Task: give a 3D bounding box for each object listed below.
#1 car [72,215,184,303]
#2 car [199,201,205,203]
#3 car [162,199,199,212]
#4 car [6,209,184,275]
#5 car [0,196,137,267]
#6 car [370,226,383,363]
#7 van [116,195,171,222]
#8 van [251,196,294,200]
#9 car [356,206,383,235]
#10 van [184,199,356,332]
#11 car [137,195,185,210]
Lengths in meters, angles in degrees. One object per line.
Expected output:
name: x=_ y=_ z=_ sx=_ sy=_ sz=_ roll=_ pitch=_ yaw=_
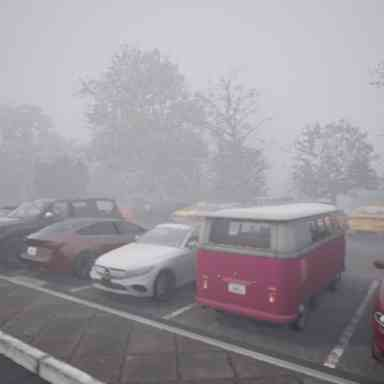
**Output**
car: x=-0.362 y=1.520 z=8.522 sx=2.002 sy=1.452 sz=4.674 roll=0 pitch=0 yaw=36
car: x=2.885 y=1.474 z=22.264 sx=2.231 sy=1.521 sz=4.892 roll=0 pitch=0 yaw=36
car: x=0.529 y=1.468 z=23.727 sx=1.946 sy=1.575 sz=5.366 roll=0 pitch=0 yaw=36
car: x=-2.605 y=1.506 z=10.157 sx=2.163 sy=1.488 sz=4.792 roll=0 pitch=0 yaw=36
car: x=-4.898 y=1.221 z=11.723 sx=2.435 sy=2.045 sz=5.566 roll=0 pitch=0 yaw=36
car: x=4.159 y=1.487 z=5.298 sx=2.097 sy=1.535 sz=5.008 roll=0 pitch=0 yaw=36
van: x=-3.902 y=1.261 z=27.263 sx=1.878 sy=1.987 sz=4.442 roll=0 pitch=0 yaw=36
van: x=5.212 y=1.250 z=20.754 sx=1.878 sy=1.987 sz=4.442 roll=0 pitch=0 yaw=36
car: x=9.548 y=1.483 z=17.509 sx=2.097 sy=1.535 sz=5.008 roll=0 pitch=0 yaw=36
van: x=1.964 y=1.257 z=7.002 sx=1.878 sy=1.987 sz=4.442 roll=0 pitch=0 yaw=36
car: x=-1.601 y=1.222 z=25.509 sx=2.435 sy=2.045 sz=5.566 roll=0 pitch=0 yaw=36
